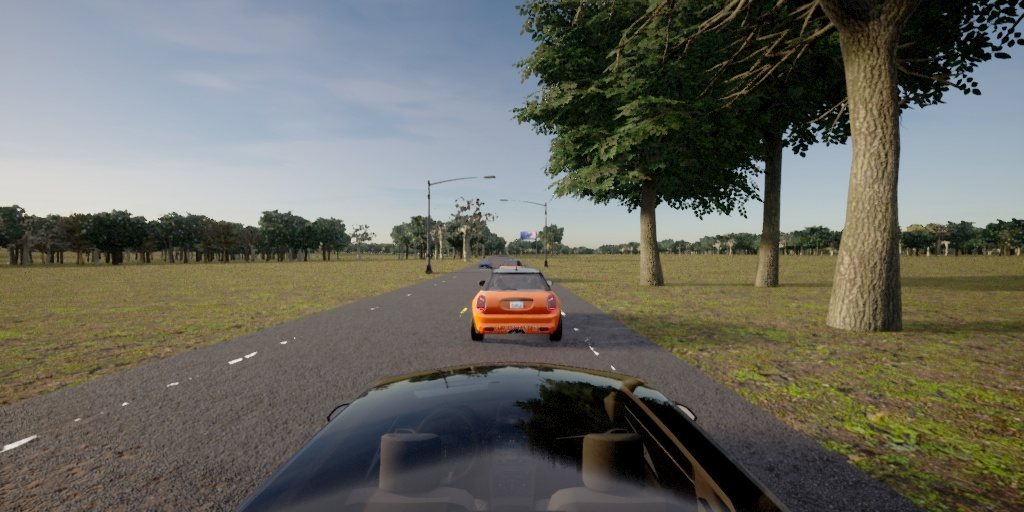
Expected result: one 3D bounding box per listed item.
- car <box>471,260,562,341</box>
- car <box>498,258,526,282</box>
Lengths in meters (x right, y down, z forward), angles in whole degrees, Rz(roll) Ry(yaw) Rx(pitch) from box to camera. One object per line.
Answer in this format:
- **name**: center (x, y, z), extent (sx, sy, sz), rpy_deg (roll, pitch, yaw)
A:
- **car**: center (0.105, 1.096, 10.016), extent (2.097, 1.767, 4.553), rpy_deg (0, 0, 0)
- **car**: center (0.060, 1.073, 28.858), extent (2.097, 1.767, 4.553), rpy_deg (0, 0, 1)
